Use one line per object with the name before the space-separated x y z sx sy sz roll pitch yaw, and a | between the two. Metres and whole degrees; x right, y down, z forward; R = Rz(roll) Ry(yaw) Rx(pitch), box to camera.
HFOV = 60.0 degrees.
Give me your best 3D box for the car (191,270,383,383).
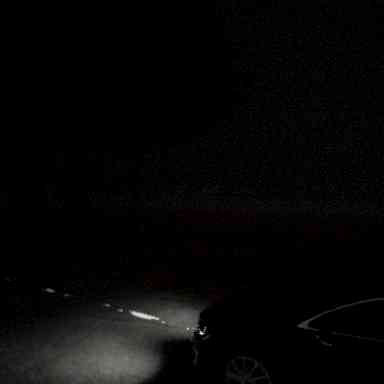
car | 2.301 1.591 3.400 4.892 1.490 1.837 0 -1 31
